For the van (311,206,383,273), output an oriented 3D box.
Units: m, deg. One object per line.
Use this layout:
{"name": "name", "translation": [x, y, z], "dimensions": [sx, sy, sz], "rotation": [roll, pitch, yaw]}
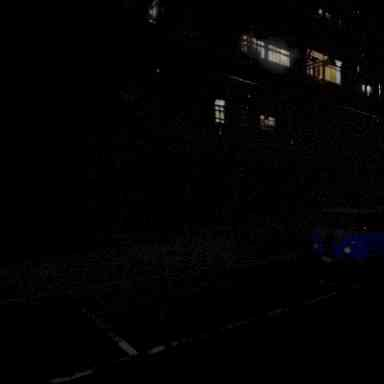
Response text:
{"name": "van", "translation": [5.438, 1.342, 10.433], "dimensions": [3.998, 1.788, 1.690], "rotation": [0, 0, -35]}
